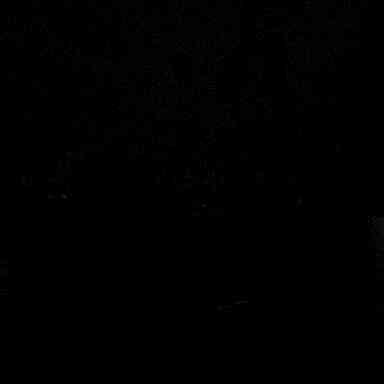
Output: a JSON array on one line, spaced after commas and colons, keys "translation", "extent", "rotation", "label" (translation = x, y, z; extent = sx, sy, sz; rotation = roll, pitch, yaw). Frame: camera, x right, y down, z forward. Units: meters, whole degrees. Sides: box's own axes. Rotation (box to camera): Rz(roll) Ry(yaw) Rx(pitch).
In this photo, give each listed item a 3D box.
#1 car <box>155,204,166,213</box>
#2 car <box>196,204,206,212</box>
[{"translation": [-3.607, 1.489, 36.310], "extent": [1.837, 1.490, 4.892], "rotation": [0, 0, -39], "label": "car"}, {"translation": [-0.423, 1.507, 37.936], "extent": [1.812, 1.442, 4.674], "rotation": [0, 0, -39], "label": "car"}]
